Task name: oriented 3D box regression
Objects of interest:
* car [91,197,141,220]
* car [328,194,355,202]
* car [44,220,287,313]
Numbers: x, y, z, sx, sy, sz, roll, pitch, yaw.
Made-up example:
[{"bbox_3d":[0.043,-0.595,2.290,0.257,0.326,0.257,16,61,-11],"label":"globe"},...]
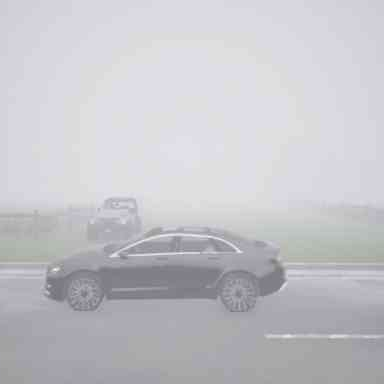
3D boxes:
[{"bbox_3d":[-3.572,1.213,15.899,1.905,1.878,3.866,0,0,1],"label":"car"},{"bbox_3d":[27.390,1.210,60.824,4.605,1.855,1.932,0,0,1],"label":"car"},{"bbox_3d":[-0.516,1.491,7.049,4.902,1.511,2.128,0,0,1],"label":"car"}]
